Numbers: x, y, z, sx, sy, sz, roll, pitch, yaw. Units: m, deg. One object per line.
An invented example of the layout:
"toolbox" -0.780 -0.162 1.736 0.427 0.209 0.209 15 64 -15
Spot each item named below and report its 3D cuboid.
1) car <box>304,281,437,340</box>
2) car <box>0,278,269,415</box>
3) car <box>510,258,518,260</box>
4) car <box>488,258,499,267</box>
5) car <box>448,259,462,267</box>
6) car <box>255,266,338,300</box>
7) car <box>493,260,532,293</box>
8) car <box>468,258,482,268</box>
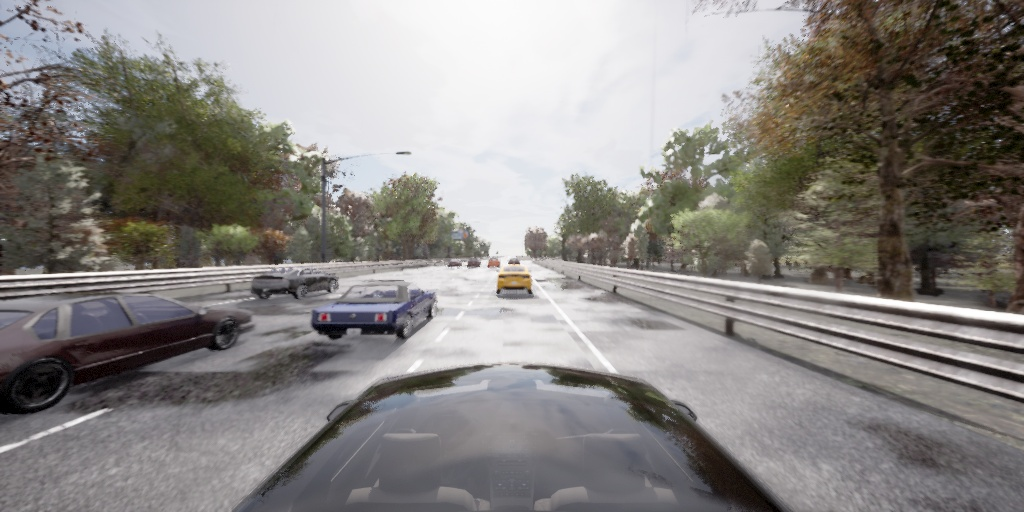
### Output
"car" -3.402 1.351 9.955 1.895 1.301 4.718 0 0 0
"car" -6.907 1.297 5.919 2.033 1.411 5.357 0 0 0
"car" 0.377 1.113 64.371 2.097 1.767 4.553 0 0 0
"car" -3.125 1.113 64.252 2.097 1.767 4.553 0 0 0
"car" -10.122 1.286 64.261 1.812 1.442 4.674 0 0 0
"car" -10.388 1.241 17.579 2.128 1.511 4.902 0 0 0
"car" 0.118 1.228 20.720 1.882 1.535 5.008 0 0 0
"car" -6.627 1.112 63.880 2.097 1.767 4.553 0 0 0
